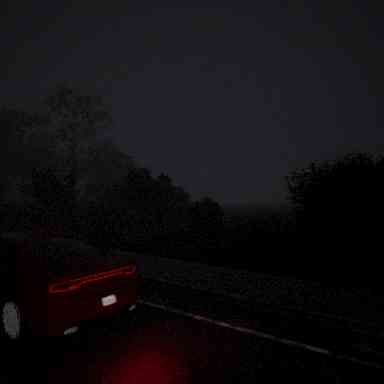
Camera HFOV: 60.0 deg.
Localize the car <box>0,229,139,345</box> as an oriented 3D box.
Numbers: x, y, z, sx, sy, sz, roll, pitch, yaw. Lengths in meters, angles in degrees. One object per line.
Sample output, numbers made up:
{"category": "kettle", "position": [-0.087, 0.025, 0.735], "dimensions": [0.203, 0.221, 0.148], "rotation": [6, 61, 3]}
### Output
{"category": "car", "position": [-3.228, 1.478, 6.497], "dimensions": [5.008, 1.535, 1.882], "rotation": [0, 0, 37]}
